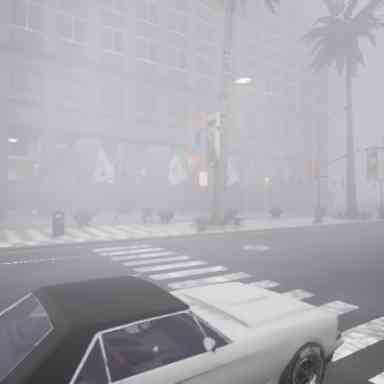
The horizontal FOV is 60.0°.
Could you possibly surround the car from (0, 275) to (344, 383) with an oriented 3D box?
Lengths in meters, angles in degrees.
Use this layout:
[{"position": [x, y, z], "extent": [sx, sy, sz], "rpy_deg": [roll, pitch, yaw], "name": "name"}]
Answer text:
[{"position": [-0.519, 1.616, 3.479], "extent": [4.718, 1.301, 1.895], "rpy_deg": [1, 0, -34], "name": "car"}]
